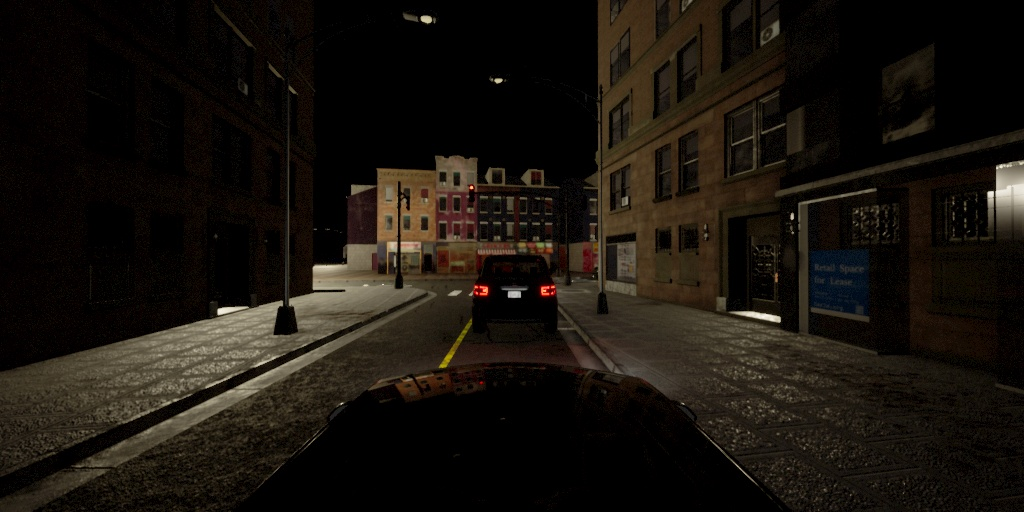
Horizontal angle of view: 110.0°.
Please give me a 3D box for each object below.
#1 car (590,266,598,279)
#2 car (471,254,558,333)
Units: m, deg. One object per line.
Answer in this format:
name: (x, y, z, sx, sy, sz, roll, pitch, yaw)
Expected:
car: (8.889, 1.086, 29.869, 4.553, 1.767, 2.097, 0, 0, -10)
car: (0.098, 0.971, 10.864, 2.150, 2.045, 5.566, 0, 0, 1)
